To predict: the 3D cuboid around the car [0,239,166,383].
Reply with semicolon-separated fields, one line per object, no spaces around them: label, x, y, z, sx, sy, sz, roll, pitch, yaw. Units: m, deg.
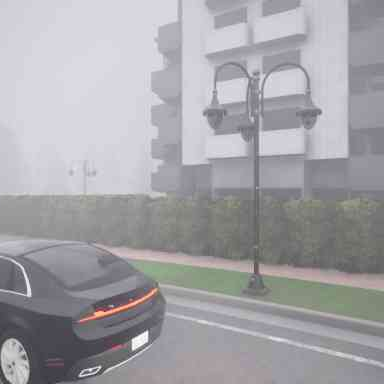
car;-2.698;1.505;5.158;4.892;1.490;1.837;0;0;31
